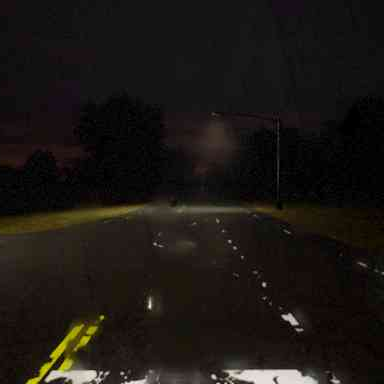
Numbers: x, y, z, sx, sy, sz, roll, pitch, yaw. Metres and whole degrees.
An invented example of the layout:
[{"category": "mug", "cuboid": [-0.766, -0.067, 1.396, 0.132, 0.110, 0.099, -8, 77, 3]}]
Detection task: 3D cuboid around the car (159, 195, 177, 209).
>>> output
[{"category": "car", "cuboid": [-2.883, 1.214, 40.876, 1.837, 1.490, 4.892, 0, 1, 2]}]
